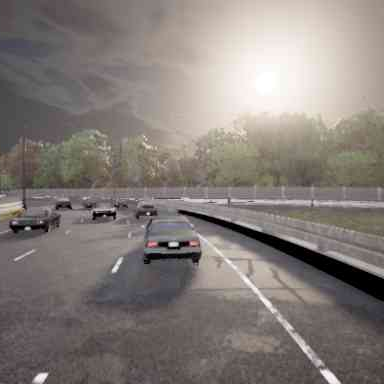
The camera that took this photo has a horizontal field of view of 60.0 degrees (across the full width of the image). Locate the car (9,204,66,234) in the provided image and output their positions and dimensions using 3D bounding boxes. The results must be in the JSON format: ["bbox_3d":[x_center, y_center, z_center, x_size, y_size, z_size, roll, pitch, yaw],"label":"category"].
[{"bbox_3d":[-9.061,1.633,19.693,1.895,1.301,4.718,0,0,-11],"label":"car"}]

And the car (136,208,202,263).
[{"bbox_3d":[-0.828,1.549,12.014,2.033,1.411,5.357,0,0,-7],"label":"car"}]

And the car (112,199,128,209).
[{"bbox_3d":[-10.461,1.635,46.713,1.895,1.301,4.718,0,0,-25],"label":"car"}]

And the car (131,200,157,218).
[{"bbox_3d":[-4.223,1.517,29.615,1.837,1.490,4.892,0,0,-15],"label":"car"}]

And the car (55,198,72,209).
[{"bbox_3d":[-17.573,1.539,45.263,1.882,1.535,5.008,0,0,-25],"label":"car"}]

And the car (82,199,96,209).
[{"bbox_3d":[-14.125,1.649,46.250,1.895,1.301,4.718,0,0,-25],"label":"car"}]

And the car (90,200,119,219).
[{"bbox_3d":[-7.678,1.627,29.108,1.895,1.301,4.718,0,0,-16],"label":"car"}]
